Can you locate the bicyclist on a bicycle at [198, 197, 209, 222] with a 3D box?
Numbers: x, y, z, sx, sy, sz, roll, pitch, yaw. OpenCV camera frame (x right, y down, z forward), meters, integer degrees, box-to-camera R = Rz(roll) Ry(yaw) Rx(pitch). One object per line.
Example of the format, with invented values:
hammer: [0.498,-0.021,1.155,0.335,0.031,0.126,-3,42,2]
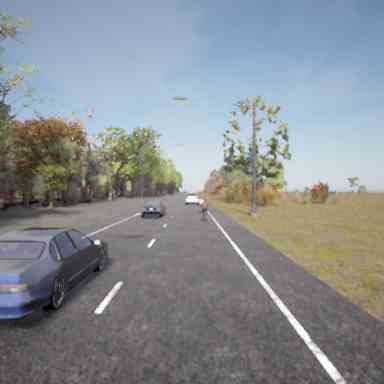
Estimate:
bicyclist on a bicycle: [0.964,1.386,24.608,0.582,1.620,1.656,0,0,0]

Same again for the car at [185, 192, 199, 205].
car: [0.032,1.073,56.280,2.150,2.045,5.566,0,1,1]

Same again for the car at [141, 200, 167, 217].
car: [-3.402,1.464,30.266,2.033,1.411,5.357,0,0,0]

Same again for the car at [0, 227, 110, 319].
car: [-3.402,1.526,7.628,2.033,1.411,5.357,0,0,0]

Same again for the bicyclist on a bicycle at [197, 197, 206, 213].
bicyclist on a bicycle: [0.983,1.343,34.468,0.866,1.612,1.509,0,0,0]

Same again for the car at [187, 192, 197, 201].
car: [0.001,1.023,75.507,2.150,2.045,5.566,0,0,0]
